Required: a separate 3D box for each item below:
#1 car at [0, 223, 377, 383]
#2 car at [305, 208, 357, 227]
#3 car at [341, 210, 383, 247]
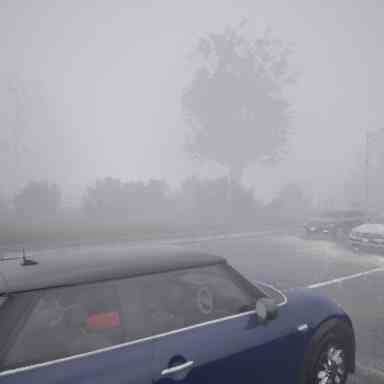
[{"bbox_3d":[-0.241,1.369,3.583,4.553,1.767,2.097,1,0,-35],"label":"car"},{"bbox_3d":[8.158,1.667,18.427,4.892,1.490,1.837,1,0,-36],"label":"car"},{"bbox_3d":[8.797,1.671,14.584,4.674,1.442,1.812,1,0,-36],"label":"car"}]
